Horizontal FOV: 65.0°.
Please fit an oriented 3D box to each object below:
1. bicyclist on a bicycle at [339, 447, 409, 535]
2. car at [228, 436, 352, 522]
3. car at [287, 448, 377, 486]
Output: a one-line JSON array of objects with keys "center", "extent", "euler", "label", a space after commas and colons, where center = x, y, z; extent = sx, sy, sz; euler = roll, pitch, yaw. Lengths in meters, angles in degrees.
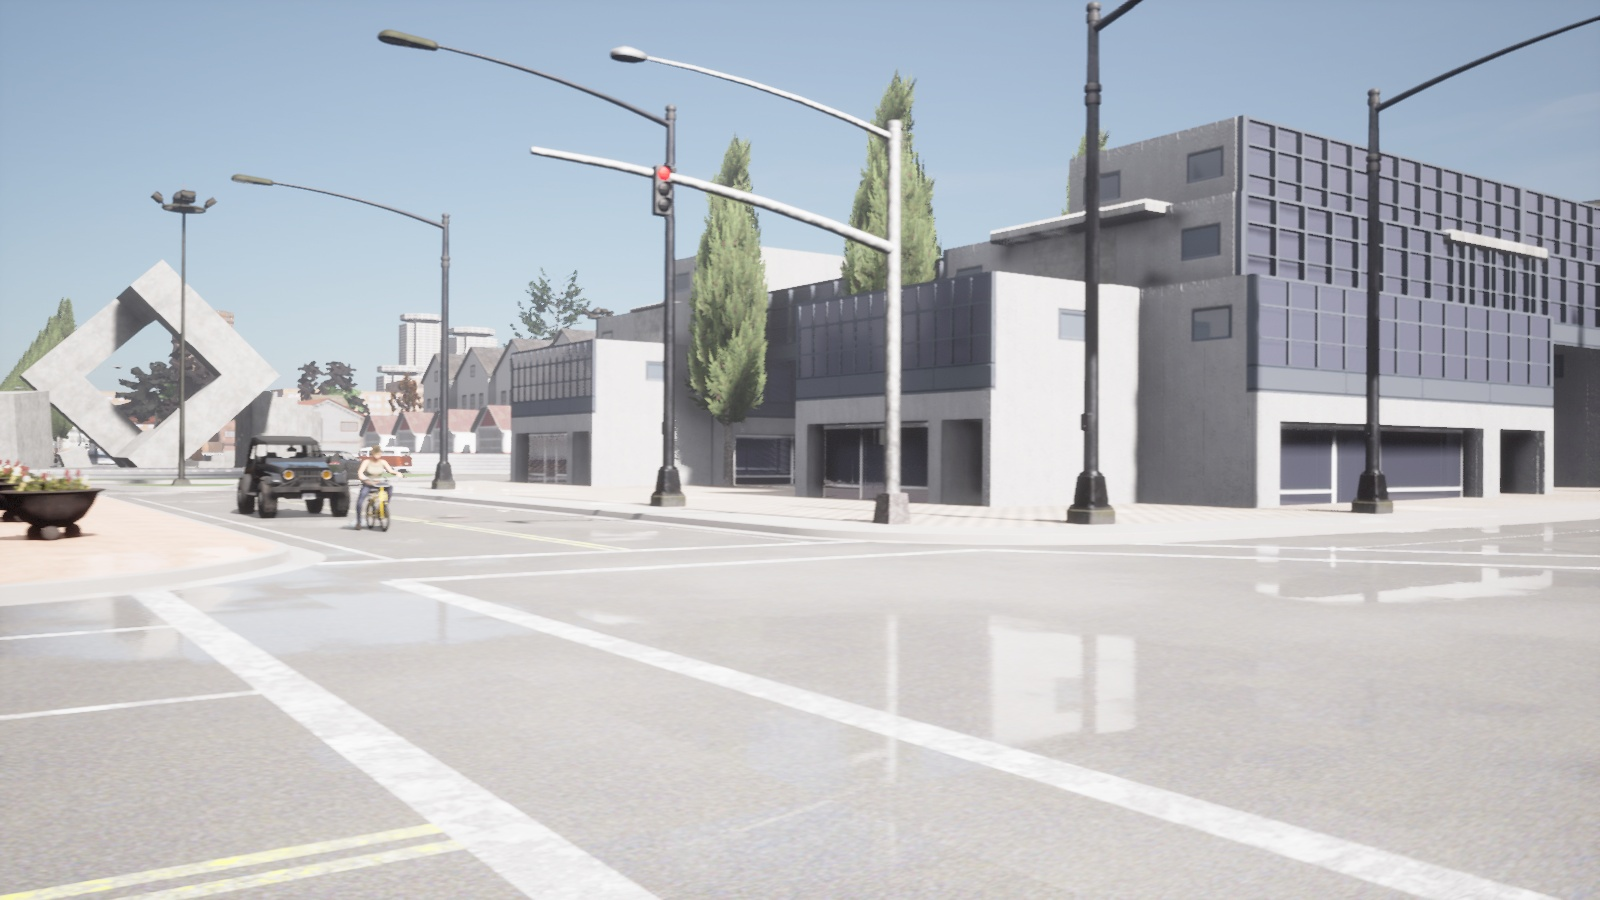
[{"center": [-8.045, 0.749, 23.695], "extent": [0.866, 1.612, 1.509], "euler": [0, 0, -34], "label": "bicyclist on a bicycle"}, {"center": [-12.038, 0.634, 29.518], "extent": [1.905, 1.878, 3.866], "euler": [0, 0, -35], "label": "car"}, {"center": [-21.154, 0.757, 56.986], "extent": [2.152, 1.651, 5.027], "euler": [0, 0, 1], "label": "car"}]
